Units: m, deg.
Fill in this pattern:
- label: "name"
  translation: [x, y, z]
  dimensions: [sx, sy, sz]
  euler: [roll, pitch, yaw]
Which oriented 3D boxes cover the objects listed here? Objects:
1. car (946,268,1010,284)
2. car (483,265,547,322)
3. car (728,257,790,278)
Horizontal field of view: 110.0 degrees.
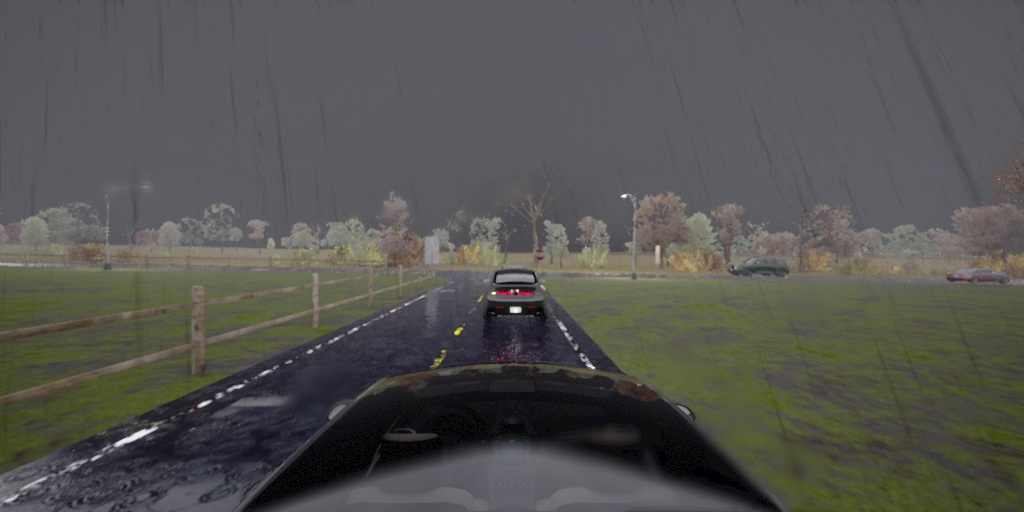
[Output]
- label: "car"
  translation: [44.496, 1.890, 34.282]
  dimensions: [4.181, 1.385, 1.994]
  euler: [1, 1, 1]
- label: "car"
  translation: [0.093, 1.171, 11.890]
  dimensions: [1.837, 1.490, 4.892]
  euler: [0, 0, 0]
- label: "car"
  translation: [25.573, 1.149, 37.191]
  dimensions: [5.566, 2.045, 2.150]
  euler: [1, 1, 1]
